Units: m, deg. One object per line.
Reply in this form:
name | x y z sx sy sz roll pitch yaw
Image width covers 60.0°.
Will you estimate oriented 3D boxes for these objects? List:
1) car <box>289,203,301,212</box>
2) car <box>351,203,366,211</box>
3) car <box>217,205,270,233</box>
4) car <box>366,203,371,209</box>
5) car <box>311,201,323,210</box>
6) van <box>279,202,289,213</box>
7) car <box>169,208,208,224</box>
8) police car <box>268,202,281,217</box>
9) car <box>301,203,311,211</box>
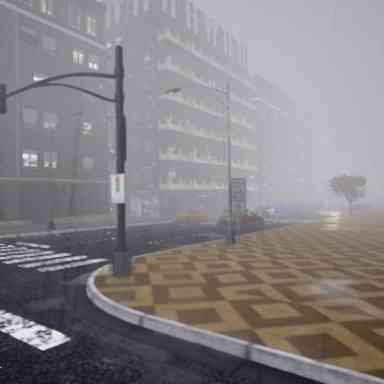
car | 16.098 2.572 55.262 1.967 1.590 4.097 -2 -2 35
car | 29.403 2.705 59.723 1.947 1.339 4.313 -3 -2 35
car | 3.402 1.865 22.759 1.967 1.590 4.097 -3 -2 35
car | 35.902 2.869 68.965 2.008 1.369 4.403 -3 -2 35
car | 25.845 2.715 69.130 2.192 1.841 5.009 -2 -2 35
van | 12.847 2.383 50.644 1.690 1.788 3.998 -2 -2 35
car | -0.247 2.208 32.014 1.752 1.417 4.829 -2 -2 35
police car | 8.467 2.312 39.767 2.038 1.542 4.974 -1 -2 35
car | 19.350 2.765 59.880 1.887 1.381 4.507 -2 -2 35
